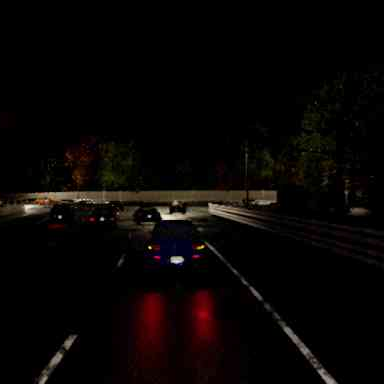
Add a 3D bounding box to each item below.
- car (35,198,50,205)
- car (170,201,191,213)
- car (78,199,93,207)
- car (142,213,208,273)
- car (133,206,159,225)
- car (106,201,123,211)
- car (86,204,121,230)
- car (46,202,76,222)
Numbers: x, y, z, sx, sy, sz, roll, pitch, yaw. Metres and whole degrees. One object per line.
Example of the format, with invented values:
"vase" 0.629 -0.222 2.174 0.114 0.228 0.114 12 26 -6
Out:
"car" -37.466 2.280 83.470 4.553 1.767 2.097 -1 -1 41
"car" -1.349 1.878 39.942 2.128 1.511 4.902 0 -1 10
"car" -20.623 2.175 64.199 2.128 1.511 4.902 0 -1 -35
"car" -0.576 1.634 11.028 1.812 1.442 4.674 0 0 -4
"car" -3.725 1.837 27.171 1.994 1.385 4.181 0 -1 -14
"car" -11.199 2.001 47.814 1.837 1.490 4.892 0 -1 -25
"car" -6.185 1.792 23.293 2.033 1.411 5.357 0 -1 -13
"car" -11.527 1.828 29.630 1.837 1.490 4.892 0 -1 -17
